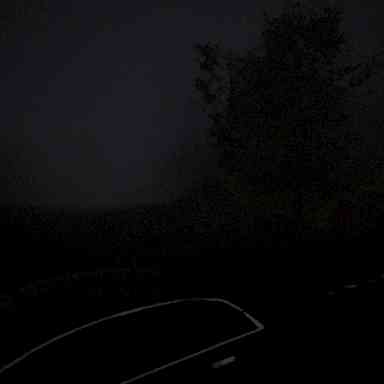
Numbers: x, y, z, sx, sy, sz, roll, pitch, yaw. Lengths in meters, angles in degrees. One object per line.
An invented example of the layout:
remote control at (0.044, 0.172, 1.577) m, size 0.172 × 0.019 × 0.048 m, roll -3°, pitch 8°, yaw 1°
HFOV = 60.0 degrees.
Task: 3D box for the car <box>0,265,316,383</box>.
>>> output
car at (-1.009, 1.502, 2.652) m, size 4.892 × 1.490 × 1.837 m, roll 0°, pitch 0°, yaw -35°
